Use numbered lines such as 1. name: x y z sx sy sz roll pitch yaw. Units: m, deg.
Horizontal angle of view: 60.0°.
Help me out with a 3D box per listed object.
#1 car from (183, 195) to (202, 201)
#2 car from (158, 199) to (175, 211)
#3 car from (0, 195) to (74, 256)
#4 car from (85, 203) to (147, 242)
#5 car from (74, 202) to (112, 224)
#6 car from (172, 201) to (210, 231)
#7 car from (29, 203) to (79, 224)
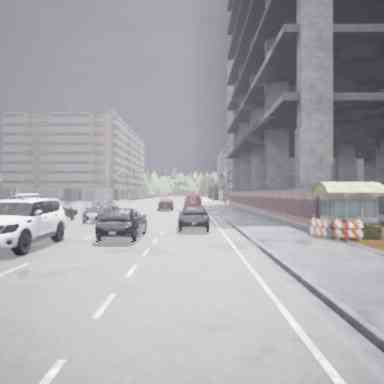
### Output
1. car: 0.109 1.363 42.099 2.150 2.045 5.566 0 0 0
2. car: -3.370 1.626 43.860 1.882 1.535 5.008 0 0 0
3. car: -7.068 1.268 13.749 2.150 2.045 5.566 0 0 0
4. car: -3.390 1.548 16.590 2.128 1.511 4.902 0 0 0
5. car: -6.984 1.527 25.666 2.128 1.511 4.902 0 0 0
6. car: 0.113 1.562 20.886 2.128 1.511 4.902 0 0 0
7. car: -10.484 1.601 25.638 1.895 1.301 4.718 0 0 0
